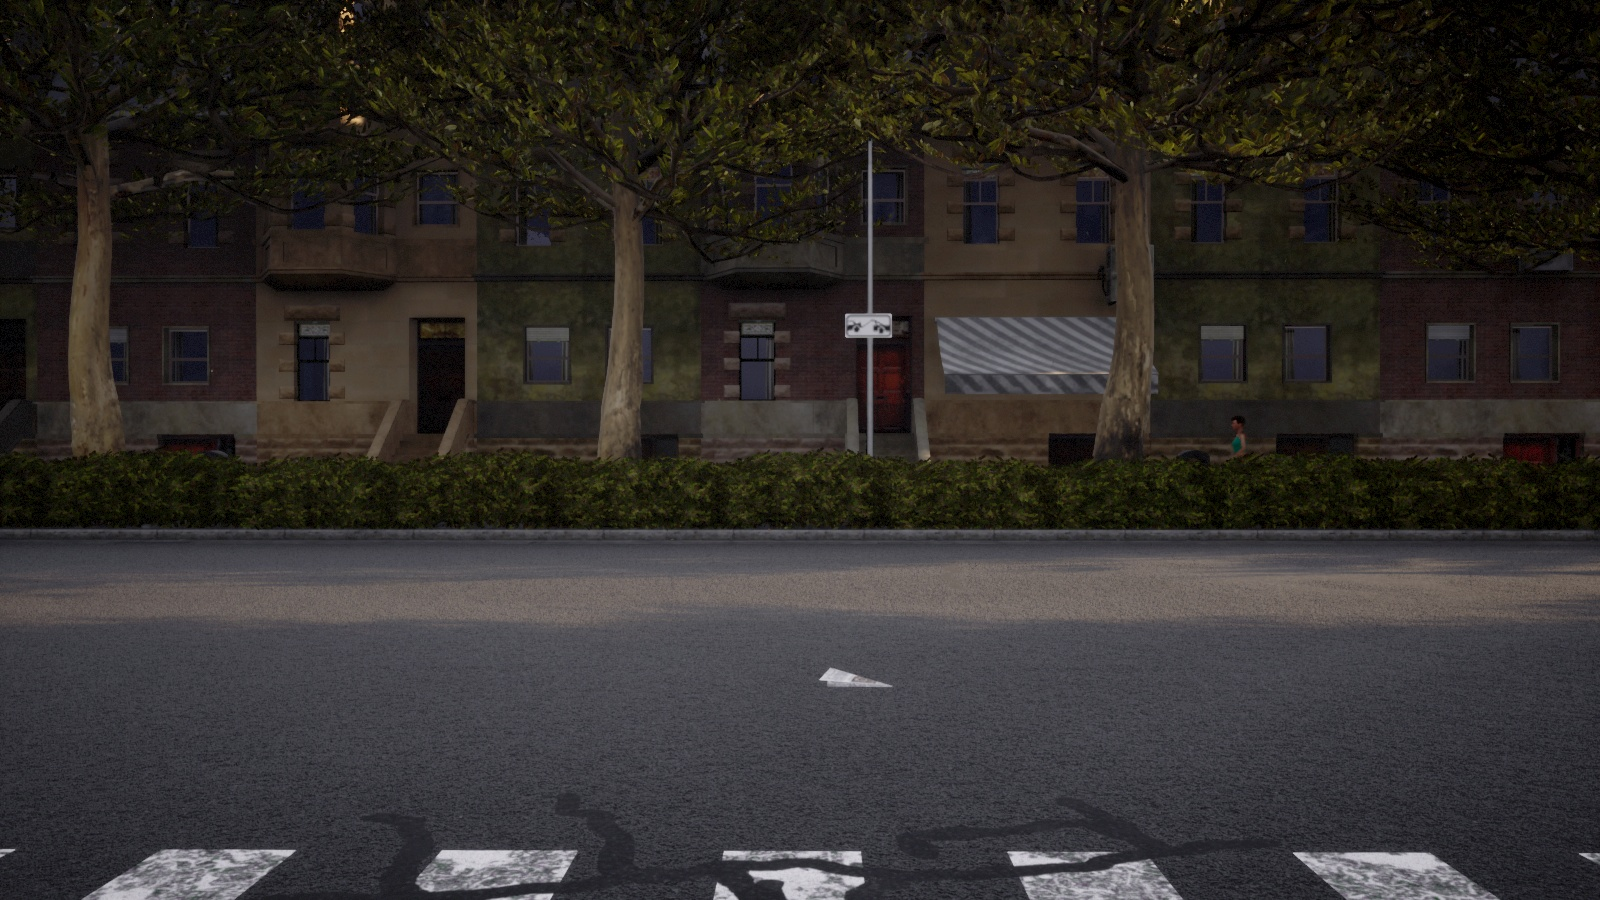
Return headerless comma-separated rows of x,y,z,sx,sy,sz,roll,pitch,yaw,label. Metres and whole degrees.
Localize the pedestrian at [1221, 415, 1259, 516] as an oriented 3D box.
8.028,0.280,22.912,0.594,1.836,0.345,0,0,8,pedestrian
